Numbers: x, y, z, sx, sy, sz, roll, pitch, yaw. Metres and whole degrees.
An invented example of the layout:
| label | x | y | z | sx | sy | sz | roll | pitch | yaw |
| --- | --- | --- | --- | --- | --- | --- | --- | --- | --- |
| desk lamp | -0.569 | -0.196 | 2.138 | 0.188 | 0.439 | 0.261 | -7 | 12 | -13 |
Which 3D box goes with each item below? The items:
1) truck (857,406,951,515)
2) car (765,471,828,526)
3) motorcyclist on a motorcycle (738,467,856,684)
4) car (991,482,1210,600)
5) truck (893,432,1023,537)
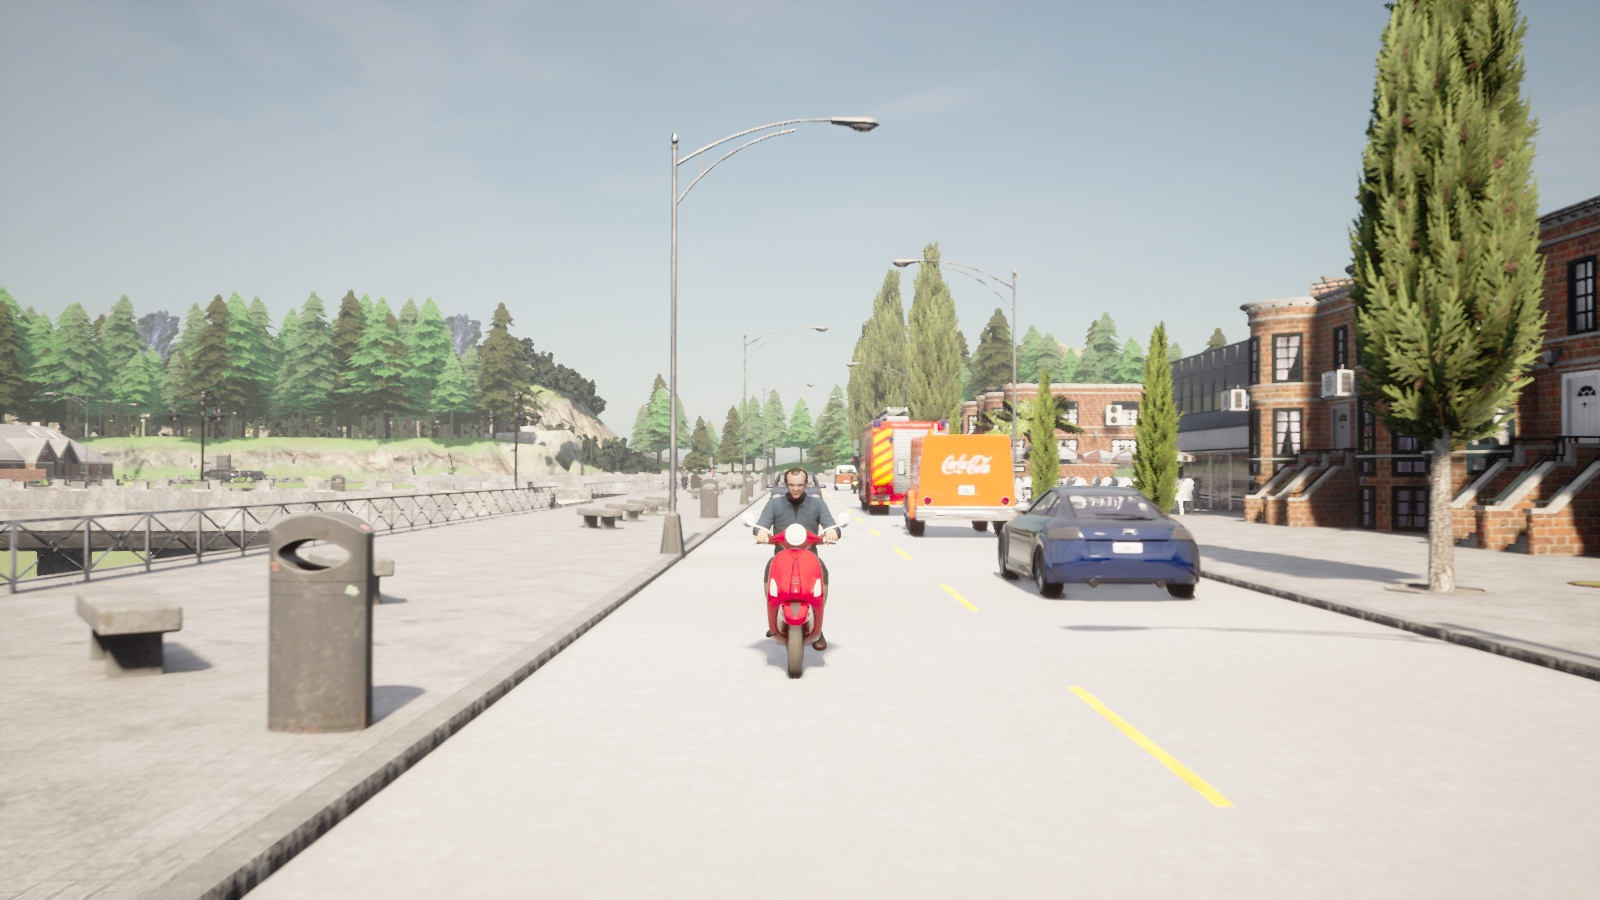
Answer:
| label | x | y | z | sx | sy | sz | roll | pitch | yaw |
| --- | --- | --- | --- | --- | --- | --- | --- | --- | --- |
| truck | 3.869 | 0.446 | 48.464 | 2.891 | 3.827 | 8.468 | 0 | -1 | 0 |
| car | -0.098 | 1.429 | 37.922 | 1.789 | 1.549 | 3.705 | 0 | -1 | 0 |
| motorcyclist on a motorcycle | -0.027 | 0.939 | 10.172 | 0.866 | 1.590 | 1.817 | 0 | -1 | 0 |
| car | 3.955 | 1.152 | 17.292 | 1.994 | 1.385 | 4.181 | 0 | -1 | 0 |
| truck | 3.914 | 0.851 | 32.161 | 2.627 | 2.467 | 5.204 | 0 | -1 | 0 |
